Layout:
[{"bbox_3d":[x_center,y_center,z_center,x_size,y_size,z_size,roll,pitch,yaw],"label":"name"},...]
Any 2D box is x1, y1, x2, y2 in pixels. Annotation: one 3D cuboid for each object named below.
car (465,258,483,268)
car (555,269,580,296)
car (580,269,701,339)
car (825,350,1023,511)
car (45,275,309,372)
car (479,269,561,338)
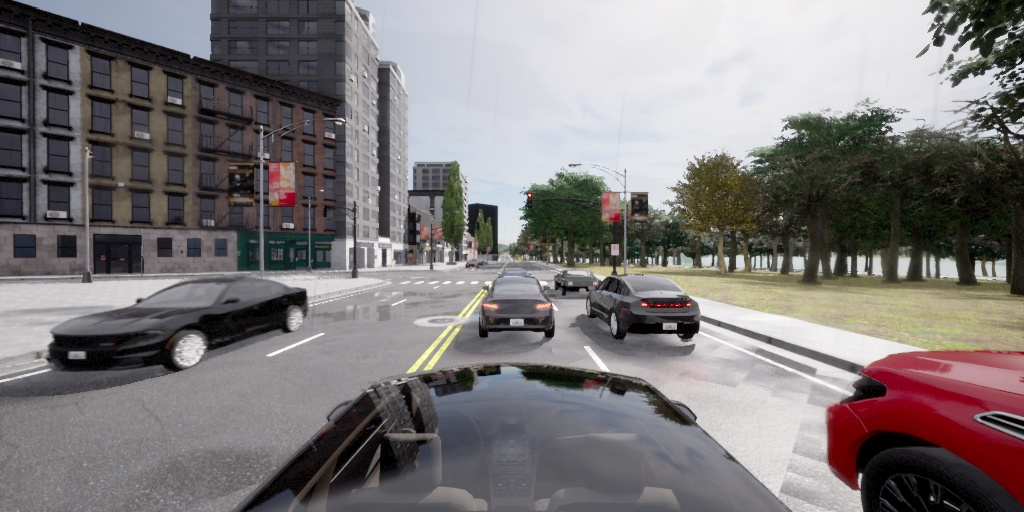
[{"bbox_3d":[-6.457,1.297,59.163,1.994,1.385,4.181,0,0,0],"label":"car"},{"bbox_3d":[3.389,1.347,19.365,1.895,1.301,4.718,0,0,0],"label":"car"},{"bbox_3d":[3.367,1.253,10.052,1.837,1.490,4.892,0,0,0],"label":"car"},{"bbox_3d":[3.347,0.972,0.189,2.150,2.045,5.566,0,0,0],"label":"car"},{"bbox_3d":[-6.575,1.226,7.914,1.882,1.535,5.008,0,0,0],"label":"car"},{"bbox_3d":[0.121,1.274,10.091,1.812,1.442,4.674,0,0,0],"label":"car"}]
